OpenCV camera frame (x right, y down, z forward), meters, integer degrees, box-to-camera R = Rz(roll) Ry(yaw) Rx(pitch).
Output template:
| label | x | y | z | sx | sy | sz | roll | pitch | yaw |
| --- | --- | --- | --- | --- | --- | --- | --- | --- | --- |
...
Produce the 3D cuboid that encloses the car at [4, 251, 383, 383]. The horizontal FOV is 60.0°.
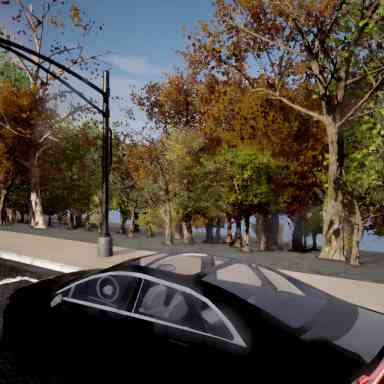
| label | x | y | z | sx | sy | sz | roll | pitch | yaw |
| --- | --- | --- | --- | --- | --- | --- | --- | --- | --- |
| car | -0.365 | 1.491 | 3.952 | 4.902 | 1.511 | 2.128 | 0 | 0 | 36 |
